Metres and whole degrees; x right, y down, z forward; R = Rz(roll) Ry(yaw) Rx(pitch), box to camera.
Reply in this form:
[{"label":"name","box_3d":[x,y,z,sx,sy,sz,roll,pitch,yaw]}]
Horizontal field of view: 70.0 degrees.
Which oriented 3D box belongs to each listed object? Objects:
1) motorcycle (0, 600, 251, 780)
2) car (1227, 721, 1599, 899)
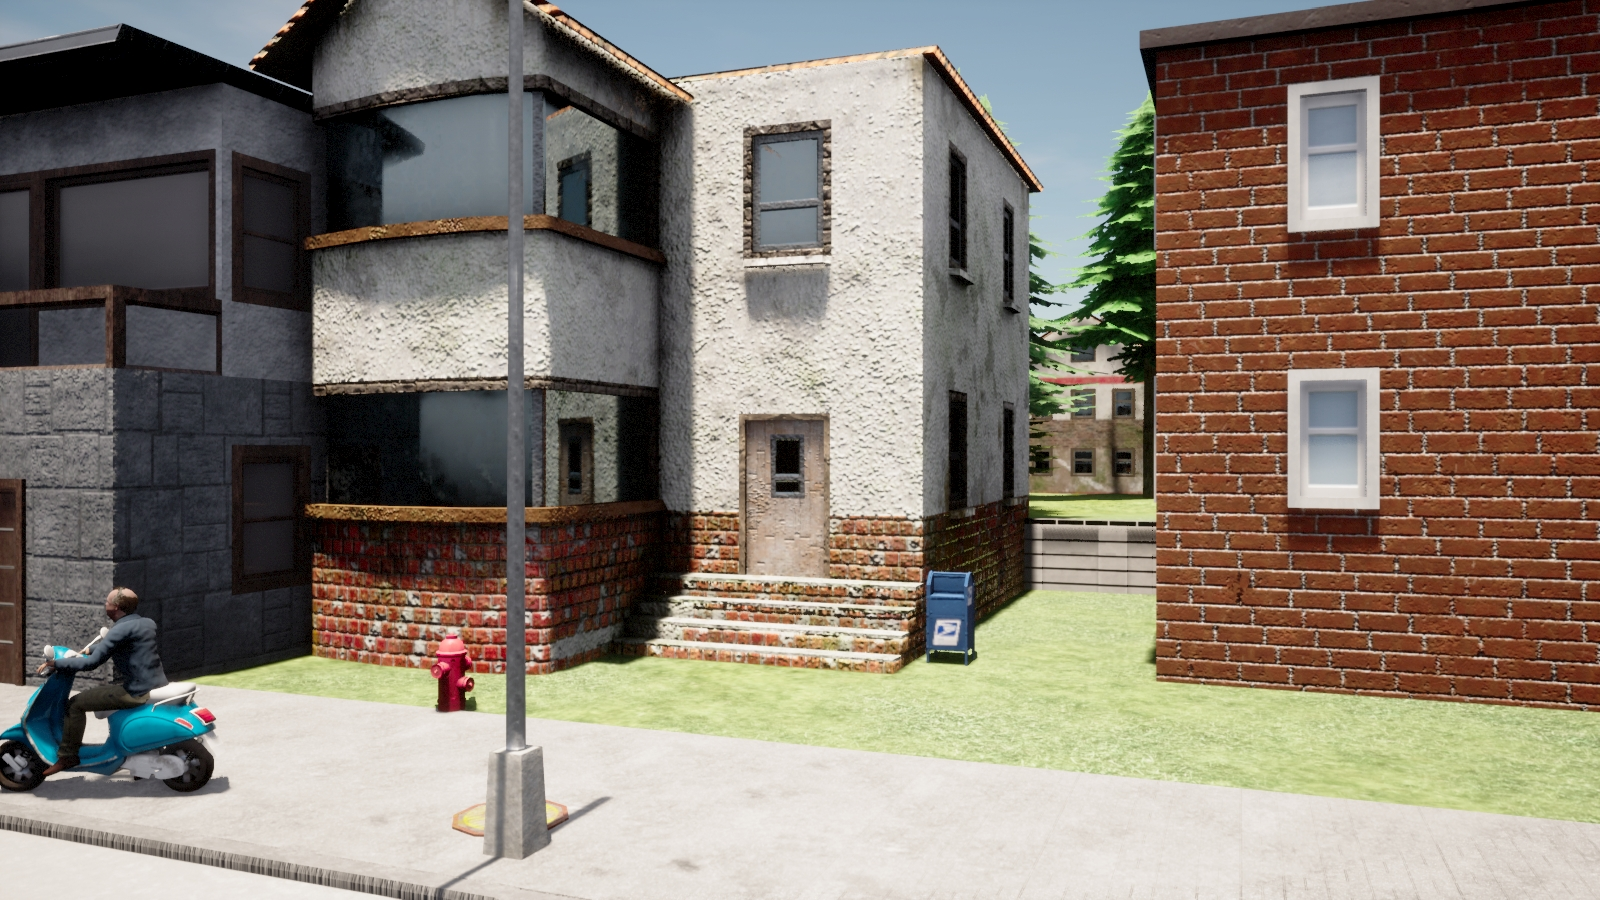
[{"label":"motorcycle","box_3d":[-5.442,1.858,9.019,1.805,1.236,0.856,0,0,1]},{"label":"car","box_3d":[3.042,1.807,2.828,3.705,1.549,1.789,0,0,21]}]
